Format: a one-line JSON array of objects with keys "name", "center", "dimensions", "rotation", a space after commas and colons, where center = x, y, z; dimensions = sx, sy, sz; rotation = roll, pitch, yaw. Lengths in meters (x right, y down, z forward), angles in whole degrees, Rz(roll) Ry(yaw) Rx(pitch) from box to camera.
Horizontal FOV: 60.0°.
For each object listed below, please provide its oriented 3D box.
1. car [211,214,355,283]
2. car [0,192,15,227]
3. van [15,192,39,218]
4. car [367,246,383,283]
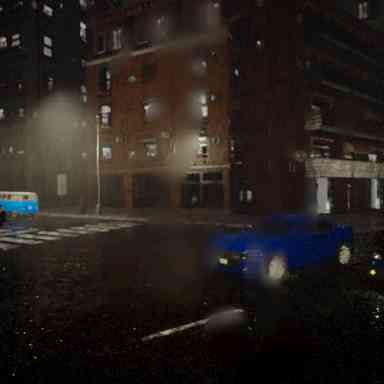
[{"name": "car", "center": [2.794, 1.436, 9.766], "dimensions": [5.008, 1.535, 1.882], "rotation": [0, 0, -36]}, {"name": "car", "center": [-12.266, 0.878, 17.412], "dimensions": [5.566, 2.045, 2.150], "rotation": [1, 1, 26]}, {"name": "van", "center": [-13.075, 0.878, 24.266], "dimensions": [3.998, 1.788, 1.690], "rotation": [1, 0, 26]}, {"name": "car", "center": [6.145, 1.510, 8.202], "dimensions": [4.181, 1.385, 1.994], "rotation": [0, 0, -36]}]
